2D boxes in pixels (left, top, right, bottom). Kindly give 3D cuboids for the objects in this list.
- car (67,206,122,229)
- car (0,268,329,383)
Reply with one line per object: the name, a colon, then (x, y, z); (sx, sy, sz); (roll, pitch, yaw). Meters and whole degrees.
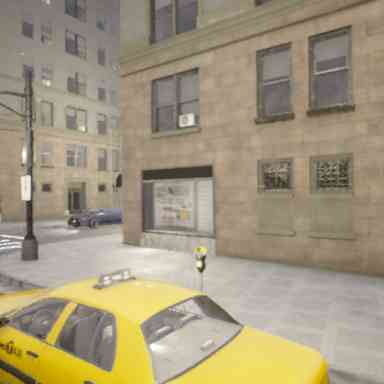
car: (-6.196, 1.638, 22.359); (1.994, 1.385, 4.181); (-1, 0, 35)
car: (-1.043, 1.544, 3.713); (4.829, 1.417, 1.752); (0, -1, 36)
